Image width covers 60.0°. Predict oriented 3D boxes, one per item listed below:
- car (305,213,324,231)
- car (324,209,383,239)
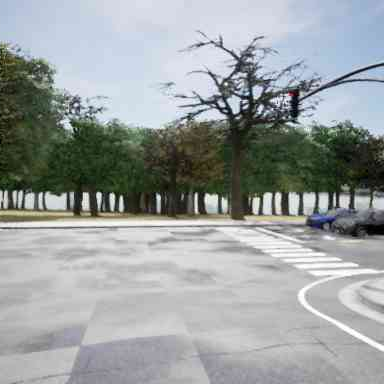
[{"bbox_3d":[10.740,1.990,24.187,5.008,1.535,1.882,1,1,-11],"label":"car"},{"bbox_3d":[11.157,1.897,20.956,4.553,1.767,2.097,1,0,-11],"label":"car"}]
